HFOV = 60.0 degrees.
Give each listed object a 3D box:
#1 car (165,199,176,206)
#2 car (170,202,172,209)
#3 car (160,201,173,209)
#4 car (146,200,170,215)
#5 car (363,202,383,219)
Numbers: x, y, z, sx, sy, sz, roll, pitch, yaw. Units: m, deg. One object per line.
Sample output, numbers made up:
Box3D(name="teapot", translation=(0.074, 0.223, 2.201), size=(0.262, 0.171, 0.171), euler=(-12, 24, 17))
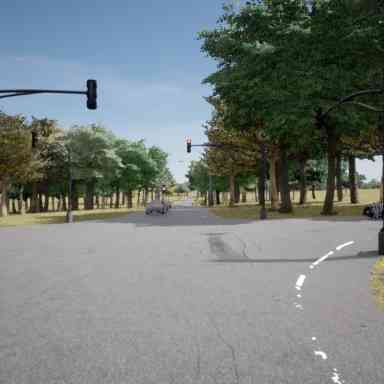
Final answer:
Box3D(name="car", translation=(-4.856, 2.309, 75.284), size=(2.128, 1.511, 4.902), euler=(0, -2, -1))
Box3D(name="car", translation=(-4.362, 2.166, 49.693), size=(1.895, 1.301, 4.718), euler=(0, -1, -1))
Box3D(name="car", translation=(-4.588, 2.313, 60.083), size=(2.033, 1.411, 5.357), euler=(0, -1, -1))
Box3D(name="car", translation=(-4.172, 1.739, 39.448), size=(2.097, 1.767, 4.553), euler=(0, -1, 0))
Box3D(name="car", translation=(13.020, 0.998, 20.731), size=(4.181, 1.385, 1.994), euler=(-2, -1, 5))
